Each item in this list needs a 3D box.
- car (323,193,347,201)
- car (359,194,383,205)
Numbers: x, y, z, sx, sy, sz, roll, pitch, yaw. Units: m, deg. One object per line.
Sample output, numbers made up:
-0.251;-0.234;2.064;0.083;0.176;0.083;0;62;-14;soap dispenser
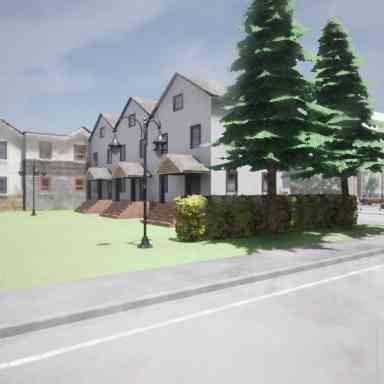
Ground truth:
32.140;1.097;74.727;1.932;1.855;4.605;0;0;-36;car
27.271;1.097;49.273;1.932;1.855;4.605;0;0;-36;car
